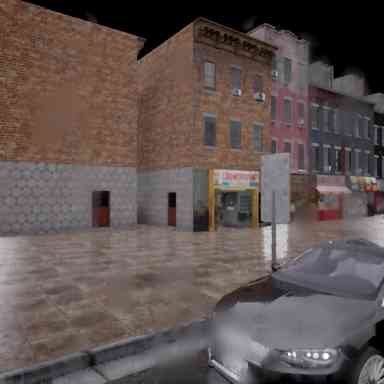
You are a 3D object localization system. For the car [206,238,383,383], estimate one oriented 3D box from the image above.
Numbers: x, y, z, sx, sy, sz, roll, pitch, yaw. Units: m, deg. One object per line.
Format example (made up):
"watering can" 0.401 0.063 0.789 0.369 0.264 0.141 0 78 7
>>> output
"car" 2.430 1.492 4.815 4.902 1.511 2.128 0 0 -36
